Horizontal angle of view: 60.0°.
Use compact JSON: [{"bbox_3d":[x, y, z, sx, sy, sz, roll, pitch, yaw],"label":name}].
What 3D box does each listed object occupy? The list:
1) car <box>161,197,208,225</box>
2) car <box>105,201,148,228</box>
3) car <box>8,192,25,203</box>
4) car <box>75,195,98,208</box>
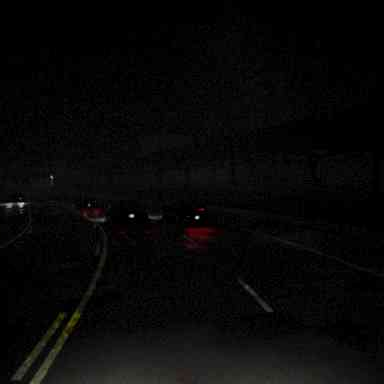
[{"bbox_3d":[-0.552,1.098,20.644,1.837,1.490,4.892,0,1,-20],"label":"car"},{"bbox_3d":[-3.930,1.215,19.663,1.994,1.385,4.181,-1,1,-21],"label":"car"},{"bbox_3d":[-26.267,0.838,49.779,1.837,1.490,4.892,-1,2,-26],"label":"car"},{"bbox_3d":[-11.554,1.017,36.132,1.895,1.301,4.718,-1,1,-26],"label":"car"}]
